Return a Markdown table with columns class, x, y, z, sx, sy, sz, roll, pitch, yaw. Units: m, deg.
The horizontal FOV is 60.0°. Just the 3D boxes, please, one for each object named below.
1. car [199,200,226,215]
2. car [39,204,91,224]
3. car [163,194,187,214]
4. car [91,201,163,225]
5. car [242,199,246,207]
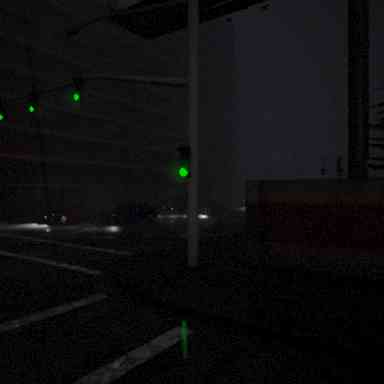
| class | x | y | z | sx | sy | sz | roll | pitch | yaw |
| --- | --- | --- | --- | --- | --- | --- | --- | --- | --- |
| car | 1.783 | 1.570 | 33.929 | 1.994 | 1.385 | 4.181 | 0 | 0 | 35 |
| car | -9.013 | 1.572 | 24.681 | 1.994 | 1.385 | 4.181 | 0 | 0 | 35 |
| car | -1.252 | 1.230 | 35.693 | 2.150 | 2.045 | 5.566 | 0 | 0 | 35 |
| car | -4.666 | 1.484 | 24.773 | 1.882 | 1.535 | 5.008 | 0 | 0 | 35 |
| car | 9.416 | 1.359 | 50.708 | 2.097 | 1.767 | 4.553 | 0 | 0 | 36 |
